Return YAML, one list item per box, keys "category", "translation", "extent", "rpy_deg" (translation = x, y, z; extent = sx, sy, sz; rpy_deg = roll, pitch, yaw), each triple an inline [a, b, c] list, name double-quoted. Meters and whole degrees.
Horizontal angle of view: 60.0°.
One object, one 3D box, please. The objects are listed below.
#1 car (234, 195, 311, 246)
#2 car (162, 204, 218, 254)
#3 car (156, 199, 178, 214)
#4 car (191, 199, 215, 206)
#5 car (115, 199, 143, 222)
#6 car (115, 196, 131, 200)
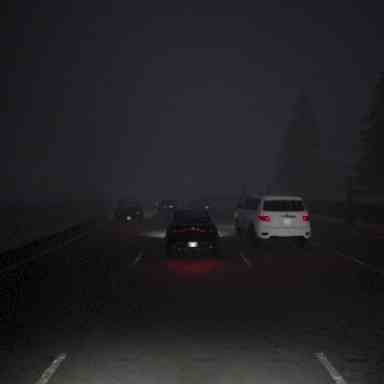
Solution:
- category: "car"
  translation: [3.368, 1.138, 14.924]
  extent: [2.150, 2.045, 5.566]
  rpy_deg: [0, 0, -3]
- category: "car"
  translation: [-0.057, 1.431, 13.187]
  extent: [1.837, 1.490, 4.892]
  rpy_deg: [0, 0, -2]
- category: "car"
  translation: [-2.339, 1.368, 32.201]
  extent: [2.033, 1.411, 5.357]
  rpy_deg: [0, 0, -12]
- category: "car"
  translation: [0.978, 1.381, 32.968]
  extent: [1.994, 1.385, 4.181]
  rpy_deg: [0, 0, -12]
- category: "car"
  translation: [-4.588, 1.463, 24.744]
  extent: [1.895, 1.301, 4.718]
  rpy_deg: [0, 0, -8]
- category: "car"
  translation: [-8.368, 1.263, 41.092]
  extent: [2.128, 1.511, 4.902]
  rpy_deg: [0, 0, -17]
